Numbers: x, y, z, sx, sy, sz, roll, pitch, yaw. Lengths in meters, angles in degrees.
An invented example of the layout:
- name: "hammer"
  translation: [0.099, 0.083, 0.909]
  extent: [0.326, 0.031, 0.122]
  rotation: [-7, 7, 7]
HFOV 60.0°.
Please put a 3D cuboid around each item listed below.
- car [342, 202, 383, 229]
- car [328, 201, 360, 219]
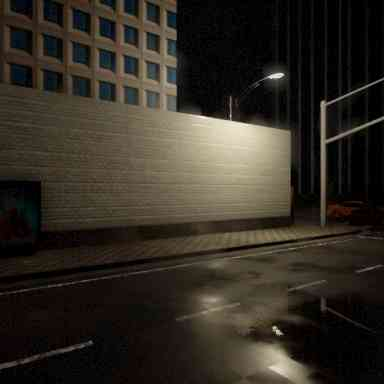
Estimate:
- name: "car"
  translation: [12.476, 1.604, 22.084]
  extent: [1.994, 1.385, 4.181]
  rotation: [0, -1, -17]
- name: "car"
  translation: [14.063, 1.533, 28.047]
  extent: [1.882, 1.535, 5.008]
  rotation: [0, 0, -38]
